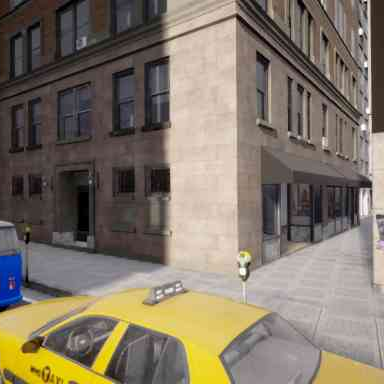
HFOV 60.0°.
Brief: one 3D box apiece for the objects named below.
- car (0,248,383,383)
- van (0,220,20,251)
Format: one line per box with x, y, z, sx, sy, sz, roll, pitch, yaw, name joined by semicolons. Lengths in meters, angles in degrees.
-0.452;1.526;3.182;4.829;1.417;1.752;0;-1;36;car
-4.928;1.342;6.384;3.998;1.788;1.690;0;-1;36;van
